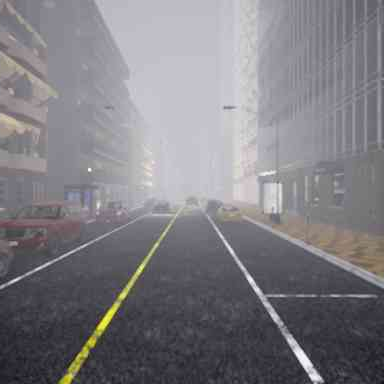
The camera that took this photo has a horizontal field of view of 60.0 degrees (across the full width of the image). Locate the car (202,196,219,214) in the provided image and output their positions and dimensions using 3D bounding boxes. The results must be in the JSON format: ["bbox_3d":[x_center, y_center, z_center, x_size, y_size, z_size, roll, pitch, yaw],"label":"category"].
[{"bbox_3d":[2.352,1.495,35.216,1.882,1.535,5.008,0,0,0],"label":"car"}]

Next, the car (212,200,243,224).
[{"bbox_3d":[2.684,1.537,24.579,1.752,1.417,4.829,0,0,0],"label":"car"}]

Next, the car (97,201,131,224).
[{"bbox_3d":[-5.696,1.451,24.408,1.967,1.590,4.097,0,0,0],"label":"car"}]

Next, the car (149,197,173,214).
[{"bbox_3d":[-3.103,1.581,35.708,1.994,1.385,4.181,0,0,0],"label":"car"}]

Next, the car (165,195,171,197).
[{"bbox_3d":[-5.707,1.497,75.244,1.967,1.590,4.097,0,0,0],"label":"car"}]

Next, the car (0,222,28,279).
[{"bbox_3d":[-5.693,1.585,7.461,1.802,1.307,4.206,0,0,0],"label":"car"}]

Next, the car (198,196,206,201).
[{"bbox_3d":[2.671,1.623,86.543,2.008,1.369,4.403,0,0,0],"label":"car"}]

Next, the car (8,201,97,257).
[{"bbox_3d":[-5.695,1.321,13.110,2.192,1.841,5.009,0,0,0],"label":"car"}]

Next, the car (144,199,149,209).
[{"bbox_3d":[-5.702,1.592,47.001,1.947,1.339,4.313,0,0,0],"label":"car"}]

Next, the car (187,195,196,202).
[{"bbox_3d":[-0.015,1.345,71.734,1.882,1.535,5.008,0,0,0],"label":"car"}]

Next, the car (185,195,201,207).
[{"bbox_3d":[-0.011,1.384,53.058,2.097,1.767,4.553,0,0,0],"label":"car"}]

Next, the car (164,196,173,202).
[{"bbox_3d":[-5.708,1.646,80.892,1.802,1.307,4.206,0,0,0],"label":"car"}]
